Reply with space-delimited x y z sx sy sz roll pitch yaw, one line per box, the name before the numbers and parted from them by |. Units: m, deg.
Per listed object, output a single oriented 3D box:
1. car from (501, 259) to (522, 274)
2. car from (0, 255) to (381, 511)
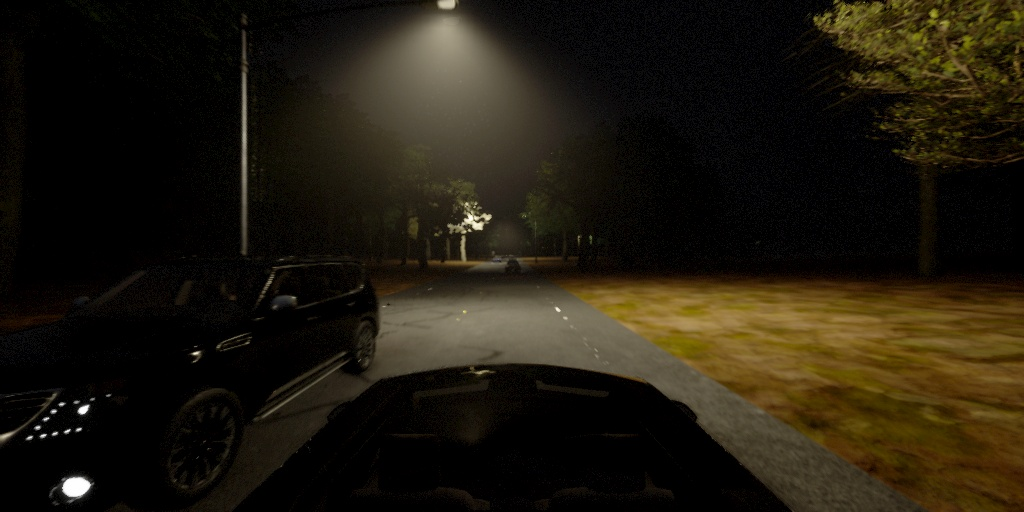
car | 0.105 1.343 42.718 2.128 1.511 4.902 0 0 0
car | -3.602 1.006 4.733 2.150 2.045 5.566 0 0 0
